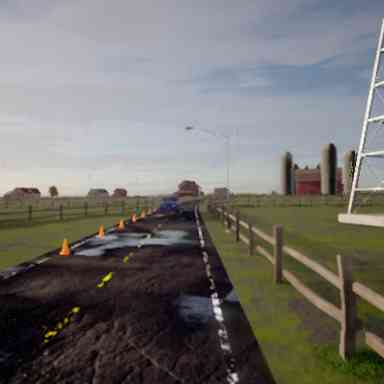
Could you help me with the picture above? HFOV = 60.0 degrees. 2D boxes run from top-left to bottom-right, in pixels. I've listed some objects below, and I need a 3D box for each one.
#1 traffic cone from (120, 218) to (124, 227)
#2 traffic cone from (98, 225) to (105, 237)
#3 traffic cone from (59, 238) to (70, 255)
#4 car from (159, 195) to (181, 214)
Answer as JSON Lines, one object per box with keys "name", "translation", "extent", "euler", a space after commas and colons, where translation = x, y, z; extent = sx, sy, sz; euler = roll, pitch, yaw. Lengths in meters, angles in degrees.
{"name": "traffic cone", "translation": [-4.740, 2.073, 22.448], "extent": [0.340, 0.580, 0.340], "euler": [0, 0, 0]}
{"name": "traffic cone", "translation": [-4.738, 2.046, 17.448], "extent": [0.340, 0.580, 0.340], "euler": [0, 0, 0]}
{"name": "traffic cone", "translation": [-4.734, 2.020, 12.448], "extent": [0.340, 0.580, 0.340], "euler": [0, 0, 0]}
{"name": "car", "translation": [-2.474, 1.424, 38.085], "extent": [2.150, 2.045, 5.566], "euler": [0, 0, 0]}
